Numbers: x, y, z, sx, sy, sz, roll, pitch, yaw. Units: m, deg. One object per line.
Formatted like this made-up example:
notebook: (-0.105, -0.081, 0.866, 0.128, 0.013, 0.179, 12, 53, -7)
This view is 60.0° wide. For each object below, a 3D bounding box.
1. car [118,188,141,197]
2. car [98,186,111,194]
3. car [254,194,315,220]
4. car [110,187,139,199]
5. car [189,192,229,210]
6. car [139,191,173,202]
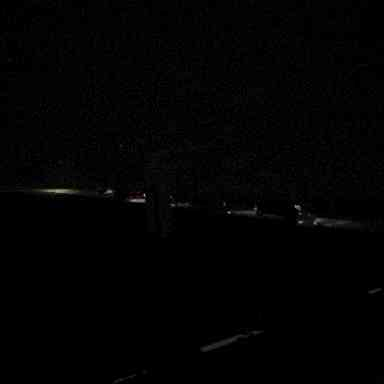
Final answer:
car: (-10.331, -0.006, 54.568, 1.895, 1.301, 4.718, -3, 3, -35)
car: (-16.212, -0.413, 62.887, 2.128, 1.511, 4.902, -3, 3, -35)
car: (6.904, 0.969, 25.057, 2.097, 1.767, 4.553, -3, 4, -35)
car: (-9.947, 0.264, 48.996, 1.895, 1.301, 4.718, -3, 4, -35)
car: (1.589, 0.802, 32.576, 2.128, 1.511, 4.902, -3, 4, -35)
car: (-4.181, 0.486, 40.764, 1.837, 1.490, 4.892, -3, 4, -35)
